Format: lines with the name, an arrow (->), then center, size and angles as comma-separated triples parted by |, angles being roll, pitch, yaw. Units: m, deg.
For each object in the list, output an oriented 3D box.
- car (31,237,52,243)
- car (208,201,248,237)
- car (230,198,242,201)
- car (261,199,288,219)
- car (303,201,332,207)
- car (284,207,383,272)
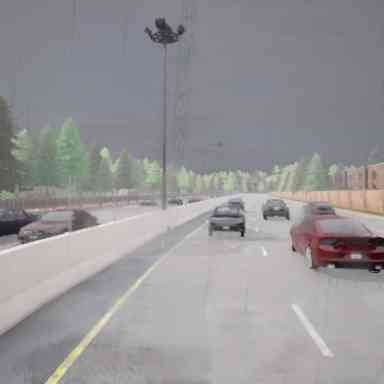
car -> -5.798, 1.502, 15.105 | 1.812, 1.442, 4.674 | 0, 0, 8
car -> 1.985, 1.501, 18.297 | 2.128, 1.511, 4.902 | 0, 0, 8
car -> 5.177, 1.528, 38.980 | 1.837, 1.490, 4.892 | 0, 0, 9
car -> 7.148, 1.383, 28.882 | 2.097, 1.767, 4.553 | 0, 0, 9
car -> 10.499, 1.550, 27.670 | 1.837, 1.490, 4.892 | 0, 0, 9
car -> 4.492, 1.497, 10.961 | 1.882, 1.535, 5.008 | 0, 0, 7
